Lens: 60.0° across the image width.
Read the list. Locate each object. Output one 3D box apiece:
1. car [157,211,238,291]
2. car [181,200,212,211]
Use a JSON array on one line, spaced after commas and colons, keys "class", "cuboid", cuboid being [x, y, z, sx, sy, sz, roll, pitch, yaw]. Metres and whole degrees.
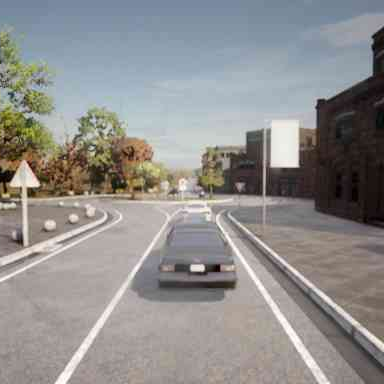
[{"class": "car", "cuboid": [0.110, 1.530, 9.268, 2.033, 1.411, 5.357, 0, 1, 0]}, {"class": "car", "cuboid": [0.275, 1.236, 20.508, 1.812, 1.442, 4.674, 0, 2, 2]}]
